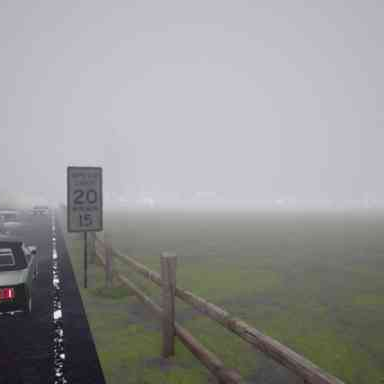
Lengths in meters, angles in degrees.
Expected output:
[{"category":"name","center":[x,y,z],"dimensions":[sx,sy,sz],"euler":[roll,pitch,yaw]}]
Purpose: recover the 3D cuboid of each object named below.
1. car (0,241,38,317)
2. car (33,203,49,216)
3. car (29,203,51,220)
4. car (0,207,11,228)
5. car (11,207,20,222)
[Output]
[{"category":"car","center":[-4.439,1.723,7.249],"dimensions":[1.895,1.301,4.718],"euler":[0,-1,-23]},{"category":"car","center":[-20.096,2.289,44.497],"dimensions":[1.837,1.490,4.892],"euler":[0,-1,-23]},{"category":"car","center":[-16.136,2.164,35.198],"dimensions":[2.033,1.411,5.357],"euler":[0,-1,-22]},{"category":"car","center":[-14.196,1.979,23.124],"dimensions":[2.033,1.411,5.357],"euler":[0,-1,-23]},{"category":"car","center":[-18.053,2.159,32.400],"dimensions":[1.994,1.385,4.181],"euler":[0,-1,-22]}]
